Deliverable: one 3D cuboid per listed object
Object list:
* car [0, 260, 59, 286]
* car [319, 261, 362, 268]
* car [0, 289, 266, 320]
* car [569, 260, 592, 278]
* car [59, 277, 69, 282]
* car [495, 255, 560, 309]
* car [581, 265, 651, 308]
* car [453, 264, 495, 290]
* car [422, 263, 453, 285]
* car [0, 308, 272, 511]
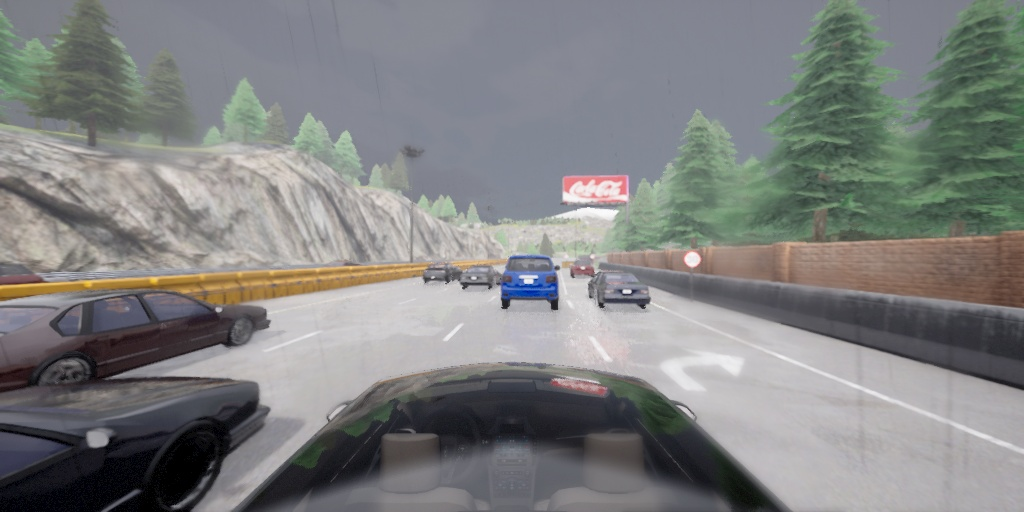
[{"bbox_3d":[-20.591,1.039,13.050,2.097,1.767,4.553,0,0,4],"label":"car"},{"bbox_3d":[-15.100,1.178,31.395,1.882,1.535,5.008,0,0,7],"label":"car"},{"bbox_3d":[-6.778,1.277,6.131,2.033,1.411,5.357,0,0,2],"label":"car"},{"bbox_3d":[6.606,1.116,34.251,2.097,1.767,4.553,0,0,7],"label":"car"},{"bbox_3d":[-23.857,1.278,16.177,1.895,1.301,4.718,0,0,5],"label":"car"},{"bbox_3d":[0.836,0.971,15.098,2.150,2.045,5.566,0,0,6],"label":"car"},{"bbox_3d":[4.343,1.308,15.208,2.033,1.411,5.357,0,0,6],"label":"car"},{"bbox_3d":[-1.857,1.288,22.700,2.033,1.411,5.357,0,0,7],"label":"car"},{"bbox_3d":[-4.953,1.222,26.139,2.128,1.511,4.902,0,0,7],"label":"car"},{"bbox_3d":[-3.387,1.287,1.122,2.033,1.411,5.357,0,0,1],"label":"car"}]
